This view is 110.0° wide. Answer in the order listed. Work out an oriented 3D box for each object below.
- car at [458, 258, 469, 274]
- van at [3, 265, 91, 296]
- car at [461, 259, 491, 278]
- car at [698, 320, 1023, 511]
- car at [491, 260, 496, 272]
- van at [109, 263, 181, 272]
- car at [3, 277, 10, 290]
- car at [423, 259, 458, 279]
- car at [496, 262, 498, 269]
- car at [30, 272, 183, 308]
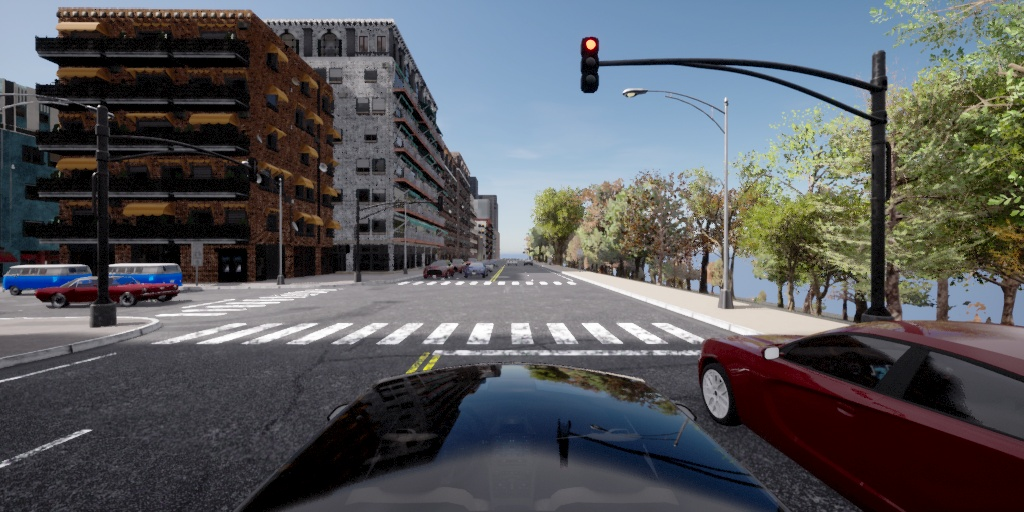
[{"bbox_3d":[-6.557,1.108,41.363,2.097,1.767,4.553,0,0,0],"label":"car"},{"bbox_3d":[-28.299,1.424,21.924,3.998,1.789,1.690,0,0,-1],"label":"van"},{"bbox_3d":[-3.322,1.279,34.135,1.812,1.442,4.674,0,0,1],"label":"car"},{"bbox_3d":[3.351,1.228,2.683,1.882,1.535,5.008,0,0,0],"label":"car"},{"bbox_3d":[-3.308,1.357,43.281,1.895,1.301,4.718,0,0,0],"label":"car"},{"bbox_3d":[-22.697,1.351,21.995,3.998,1.789,1.690,0,0,-1],"label":"van"},{"bbox_3d":[-22.619,1.624,13.648,4.207,1.307,1.802,0,0,-1],"label":"car"},{"bbox_3d":[-6.565,1.104,32.545,2.097,1.767,4.553,0,0,0],"label":"car"},{"bbox_3d":[-3.267,1.329,58.412,1.994,1.385,4.181,0,0,0],"label":"car"},{"bbox_3d":[-18.083,1.573,16.257,4.718,1.301,1.895,-1,0,-1],"label":"car"}]
